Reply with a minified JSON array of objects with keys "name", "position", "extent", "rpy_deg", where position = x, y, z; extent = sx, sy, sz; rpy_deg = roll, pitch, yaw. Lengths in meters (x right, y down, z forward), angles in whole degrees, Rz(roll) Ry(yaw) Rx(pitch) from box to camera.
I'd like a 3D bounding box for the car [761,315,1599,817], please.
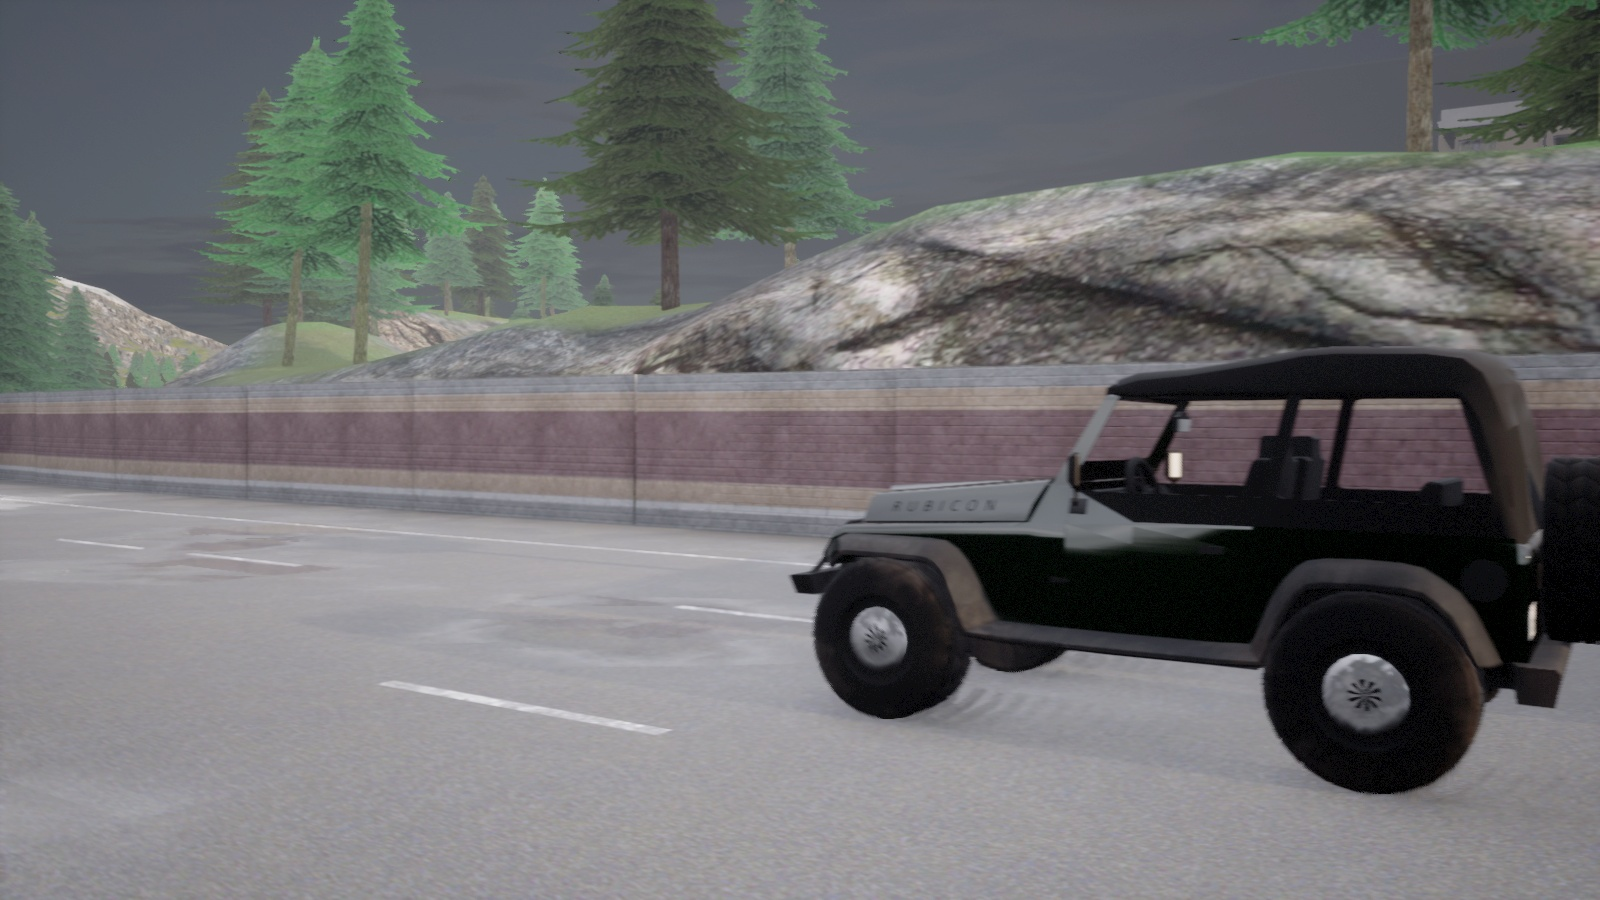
[{"name":"car","position":[1.936,0.420,6.535],"extent":[3.866,1.878,1.905],"rpy_deg":[0,1,34]}]
